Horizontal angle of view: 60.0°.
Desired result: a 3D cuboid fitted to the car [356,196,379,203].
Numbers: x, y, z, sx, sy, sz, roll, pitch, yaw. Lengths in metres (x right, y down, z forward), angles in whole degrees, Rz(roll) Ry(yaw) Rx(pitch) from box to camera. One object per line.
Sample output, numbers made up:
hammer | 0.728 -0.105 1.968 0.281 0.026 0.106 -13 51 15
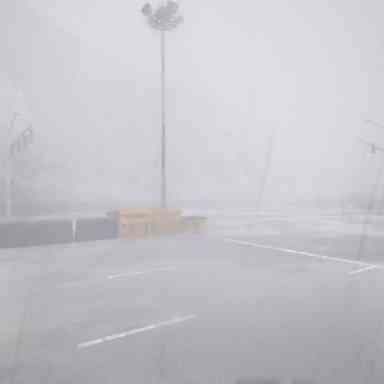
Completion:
car | 32.513 1.347 61.579 4.718 1.301 1.895 0 0 -36

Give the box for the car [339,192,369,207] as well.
car | 22.525 1.050 45.937 5.566 2.045 2.150 0 0 -36

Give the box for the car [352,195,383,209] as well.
car | 22.519 1.438 41.631 4.718 1.301 1.895 0 0 -36

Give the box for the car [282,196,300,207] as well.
car | 15.383 1.368 49.440 4.674 1.442 1.812 0 0 -35

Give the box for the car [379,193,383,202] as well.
car | 39.756 1.066 66.823 4.553 1.767 2.097 0 0 -36

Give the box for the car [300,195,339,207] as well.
car | 18.122 1.332 47.090 4.902 1.511 2.128 0 0 -36

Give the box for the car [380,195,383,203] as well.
car | 35.887 1.248 59.690 4.892 1.490 1.837 0 0 -36

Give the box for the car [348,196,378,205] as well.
car | 27.832 1.334 54.011 5.357 1.411 2.033 0 0 -35

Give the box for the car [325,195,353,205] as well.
car | 24.960 1.283 56.261 4.902 1.511 2.128 0 0 -35
